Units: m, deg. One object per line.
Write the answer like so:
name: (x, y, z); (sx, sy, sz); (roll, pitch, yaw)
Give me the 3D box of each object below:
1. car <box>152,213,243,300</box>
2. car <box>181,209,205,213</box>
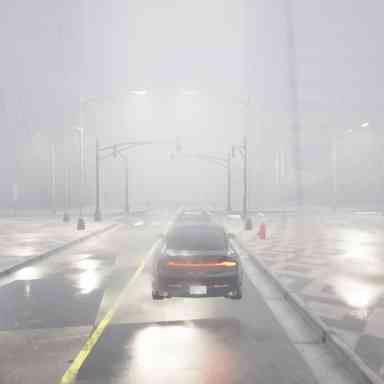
car: (0.098, 1.502, 8.370); (1.837, 1.490, 4.892); (0, 0, 0)
car: (0.054, 1.557, 17.273); (1.994, 1.385, 4.181); (0, 0, 1)
